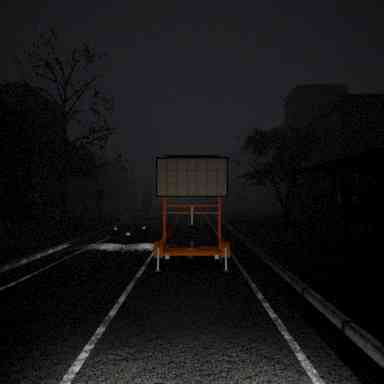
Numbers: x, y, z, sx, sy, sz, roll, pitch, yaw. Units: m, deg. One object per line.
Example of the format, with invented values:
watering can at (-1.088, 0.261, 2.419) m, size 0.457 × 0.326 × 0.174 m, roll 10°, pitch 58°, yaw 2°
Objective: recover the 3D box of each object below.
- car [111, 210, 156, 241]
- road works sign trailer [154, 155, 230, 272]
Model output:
car at (-2.998, 1.730, 17.948) m, size 1.812 × 1.442 × 4.674 m, roll 0°, pitch -1°, yaw 0°
road works sign trailer at (0.001, 0.567, 11.182) m, size 2.380 × 3.560 × 2.880 m, roll 0°, pitch -1°, yaw 0°
